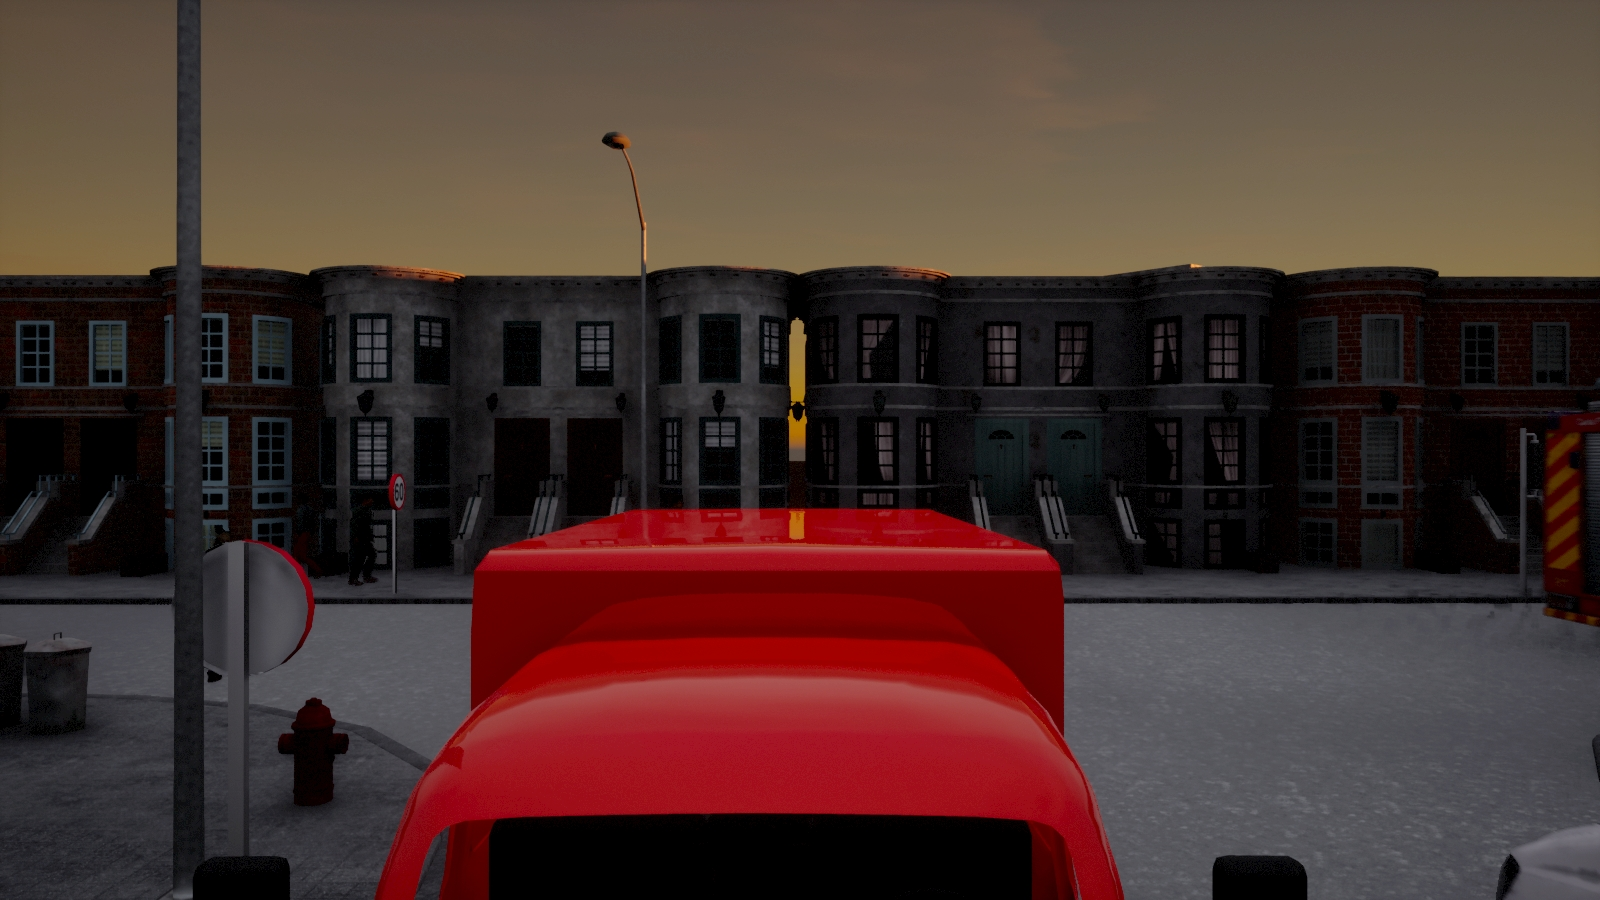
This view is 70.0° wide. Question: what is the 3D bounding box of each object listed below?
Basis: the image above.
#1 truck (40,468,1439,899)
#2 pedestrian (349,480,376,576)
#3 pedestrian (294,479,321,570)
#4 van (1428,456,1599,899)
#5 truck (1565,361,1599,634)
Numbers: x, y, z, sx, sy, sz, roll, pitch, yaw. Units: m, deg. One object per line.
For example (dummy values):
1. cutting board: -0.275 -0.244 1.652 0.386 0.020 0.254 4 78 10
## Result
1. truck: -0.117 1.348 4.748 2.627 2.467 5.204 0 0 0
2. pedestrian: -8.584 1.524 22.415 0.375 1.860 0.375 0 0 0
3. pedestrian: -10.168 1.526 23.582 0.375 1.860 0.375 0 0 4
4. van: 3.935 1.315 2.355 1.988 2.561 5.915 0 0 0
5. truck: 15.470 0.670 15.356 8.468 3.827 2.891 0 0 -1
